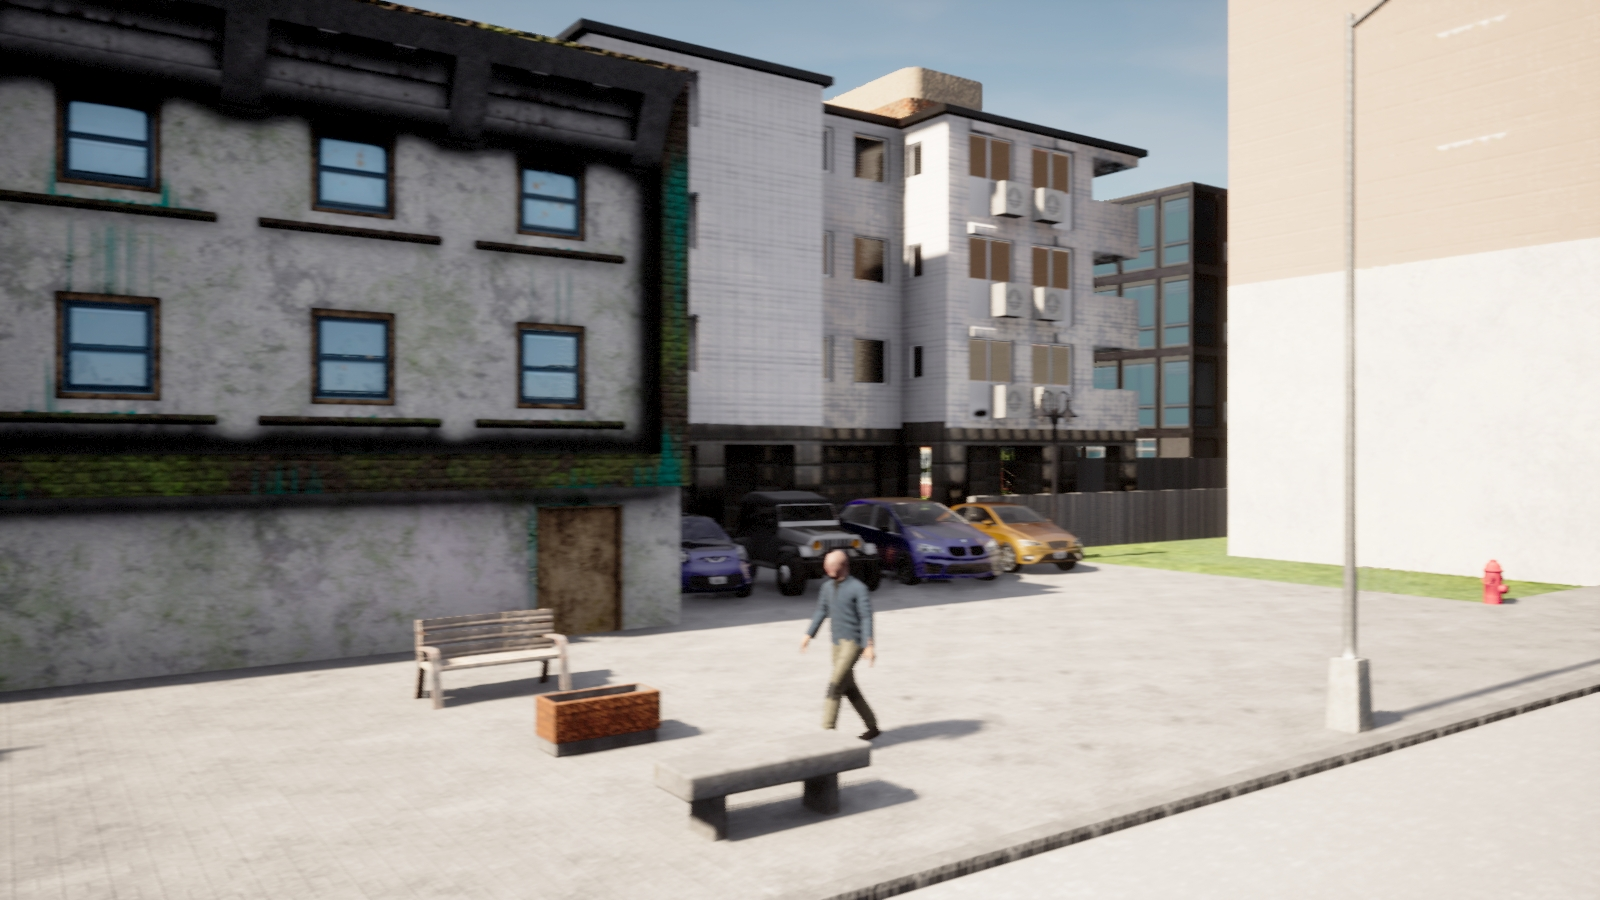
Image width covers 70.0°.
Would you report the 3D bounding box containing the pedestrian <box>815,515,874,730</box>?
[{"bbox_3d":[0.397,1.525,10.276,0.375,1.860,0.375,0,0,-36],"label":"pedestrian"}]
